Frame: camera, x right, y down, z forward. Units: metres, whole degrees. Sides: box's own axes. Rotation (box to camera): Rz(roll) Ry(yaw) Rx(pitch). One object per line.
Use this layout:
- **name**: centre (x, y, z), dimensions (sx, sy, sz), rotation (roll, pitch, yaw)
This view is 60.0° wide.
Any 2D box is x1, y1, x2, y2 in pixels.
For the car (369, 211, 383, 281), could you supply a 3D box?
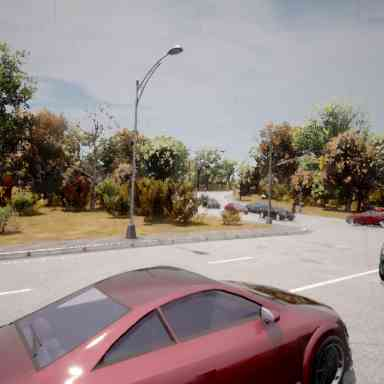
- **car**: centre (6.942, 1.485, 8.756), dimensions (4.553, 1.767, 2.097), rotation (2, -1, -36)

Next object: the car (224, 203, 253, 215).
- **car**: centre (5.961, 2.204, 45.364), dimensions (1.812, 1.442, 4.674), rotation (3, 0, -19)

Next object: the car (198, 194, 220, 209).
- **car**: centre (3.136, 1.751, 54.926), dimensions (2.097, 1.767, 4.553), rotation (3, 1, -14)

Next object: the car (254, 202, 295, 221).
- **car**: centre (9.310, 2.295, 36.708), dimensions (1.837, 1.490, 4.892), rotation (3, -1, -23)

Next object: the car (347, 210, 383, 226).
- **car**: centre (18.513, 2.639, 33.946), dimensions (1.812, 1.442, 4.674), rotation (3, -2, -27)

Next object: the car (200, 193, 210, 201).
- **car**: centre (3.061, 1.121, 78.666), dimensions (2.128, 1.511, 4.902), rotation (2, 2, -1)

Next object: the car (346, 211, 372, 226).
- **car**: centre (16.511, 2.417, 30.190), dimensions (1.882, 1.535, 5.008), rotation (3, -2, -27)

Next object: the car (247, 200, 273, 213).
- **car**: centre (10.874, 2.300, 53.600), dimensions (1.882, 1.535, 5.008), rotation (2, 1, -17)

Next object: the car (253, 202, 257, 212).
- **car**: centre (8.654, 2.349, 48.885), dimensions (1.994, 1.385, 4.181), rotation (3, 1, -18)

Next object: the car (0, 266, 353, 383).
- **car**: centre (-0.075, 1.571, 3.696), dimensions (4.181, 1.385, 1.994), rotation (0, 0, -36)
